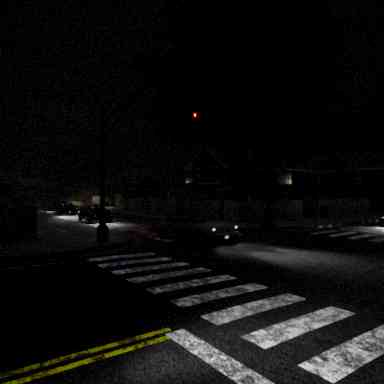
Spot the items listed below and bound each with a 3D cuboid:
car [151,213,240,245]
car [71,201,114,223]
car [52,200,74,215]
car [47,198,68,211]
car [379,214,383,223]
[{"bbox_3d":[0.063,1.712,16.380,1.895,1.301,4.718,0,0,-42],"label":"car"},{"bbox_3d":[-8.224,1.759,27.903,2.033,1.411,5.357,0,0,-32],"label":"car"},{"bbox_3d":[-14.370,1.893,38.098,1.895,1.301,4.718,0,0,-30],"label":"car"},{"bbox_3d":[-19.357,1.717,47.370,2.097,1.767,4.553,0,0,-27],"label":"car"},{"bbox_3d":[14.552,1.509,22.055,5.357,1.411,2.033,0,0,-36],"label":"car"}]
